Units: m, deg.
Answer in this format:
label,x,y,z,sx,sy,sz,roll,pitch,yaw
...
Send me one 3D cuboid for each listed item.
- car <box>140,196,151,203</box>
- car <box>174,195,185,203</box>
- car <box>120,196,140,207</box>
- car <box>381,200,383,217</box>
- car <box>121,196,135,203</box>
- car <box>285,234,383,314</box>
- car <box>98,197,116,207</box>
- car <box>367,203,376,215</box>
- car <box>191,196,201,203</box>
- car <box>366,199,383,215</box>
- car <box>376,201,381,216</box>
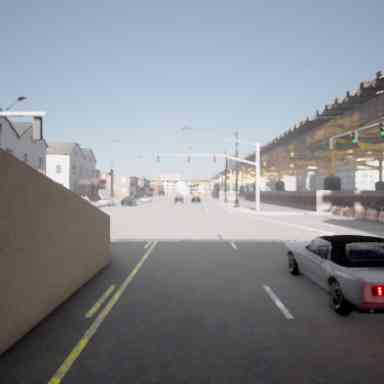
label,x,y,z,sx,sy,sz,roll,pitch,yaw
car,-9.651,1.591,68.985,1.812,1.442,4.674,0,0,1
car,-2.654,1.460,68.781,2.128,1.511,4.902,0,0,1
car,-10.111,1.557,53.327,1.837,1.490,4.892,0,0,2
car,17.469,1.319,25.501,1.853,1.218,4.536,0,0,-35
car,-13.153,1.620,68.969,1.994,1.385,4.181,0,0,1
car,3.576,1.608,7.548,1.895,1.301,4.718,0,0,0
car,-13.608,1.577,53.316,1.812,1.442,4.674,0,0,2
car,17.544,1.481,30.150,4.974,1.542,2.038,0,0,-45
car,0.845,1.488,68.693,1.994,1.385,4.181,0,0,1
car,17.581,1.324,30.187,4.536,1.218,1.853,0,0,-45
car,17.439,1.477,25.543,2.038,1.542,4.974,0,0,-35
